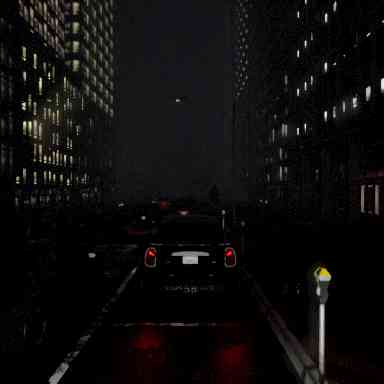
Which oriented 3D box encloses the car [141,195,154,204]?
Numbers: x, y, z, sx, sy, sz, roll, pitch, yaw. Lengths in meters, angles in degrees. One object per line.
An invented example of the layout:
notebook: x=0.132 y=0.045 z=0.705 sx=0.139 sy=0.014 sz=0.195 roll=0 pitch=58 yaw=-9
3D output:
car: x=-8.845 y=1.427 z=66.141 sx=1.967 sy=1.590 sz=4.097 roll=-1 pitch=0 yaw=0

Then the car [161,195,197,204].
car: x=-0.465 y=1.311 z=20.672 sx=2.192 sy=1.841 sz=5.009 roll=-1 pitch=0 yaw=0

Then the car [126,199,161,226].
car: x=-3.046 y=1.473 z=23.342 sx=1.882 sy=1.535 sz=5.008 roll=0 pitch=0 yaw=0

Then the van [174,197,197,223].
van: x=-0.465 y=1.336 z=26.356 sx=1.690 sy=1.788 sz=3.998 roll=-1 pitch=0 yaw=0

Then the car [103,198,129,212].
car: x=-8.844 y=1.544 z=37.723 sx=2.008 sy=1.369 sz=4.403 roll=-1 pitch=0 yaw=0

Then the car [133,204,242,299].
car: x=-0.033 y=1.351 z=8.621 sx=2.097 sy=1.767 sz=4.553 roll=0 pitch=0 yaw=0

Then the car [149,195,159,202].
car: x=-8.844 y=1.509 z=77.339 sx=1.752 sy=1.417 sz=4.829 roll=-1 pitch=0 yaw=0

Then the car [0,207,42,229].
car: x=-8.843 y=1.542 z=14.989 sx=1.887 sy=1.381 sz=4.507 roll=-1 pitch=0 yaw=0

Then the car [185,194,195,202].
car: x=-0.465 y=1.298 z=77.509 sx=2.192 sy=1.841 sz=5.009 roll=-1 pitch=0 yaw=0

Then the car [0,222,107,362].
car: x=-3.046 y=1.546 z=5.971 sx=2.033 sy=1.411 sz=5.357 roll=0 pitch=0 yaw=0

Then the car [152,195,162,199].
car: x=-3.144 y=1.345 z=39.723 sx=2.097 sy=1.767 sz=4.553 roll=0 pitch=0 yaw=0

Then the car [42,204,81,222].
car: x=-8.844 y=1.547 z=20.672 sx=2.008 sy=1.369 sz=4.403 roll=-1 pitch=0 yaw=0

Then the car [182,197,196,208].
car: x=-0.463 y=1.541 z=49.090 sx=2.008 sy=1.369 sz=4.403 roll=-1 pitch=0 yaw=0

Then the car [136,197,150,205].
car: x=-8.843 y=1.570 z=60.458 sx=1.802 sy=1.307 sz=4.206 roll=-1 pitch=0 yaw=0

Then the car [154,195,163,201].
car: x=-8.844 y=1.545 z=88.876 sx=1.947 sy=1.339 sz=4.313 roll=-1 pitch=0 yaw=0

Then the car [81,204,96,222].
car: x=-8.843 y=1.577 z=26.356 sx=1.802 sy=1.307 sz=4.206 roll=-1 pitch=0 yaw=0

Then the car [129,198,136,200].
car: x=-8.843 y=1.541 z=49.090 sx=2.008 sy=1.369 sz=4.403 roll=-1 pitch=0 yaw=0

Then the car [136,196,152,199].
car: x=-6.146 y=1.396 z=47.278 sx=2.097 sy=1.767 sz=4.553 roll=0 pitch=0 yaw=0
